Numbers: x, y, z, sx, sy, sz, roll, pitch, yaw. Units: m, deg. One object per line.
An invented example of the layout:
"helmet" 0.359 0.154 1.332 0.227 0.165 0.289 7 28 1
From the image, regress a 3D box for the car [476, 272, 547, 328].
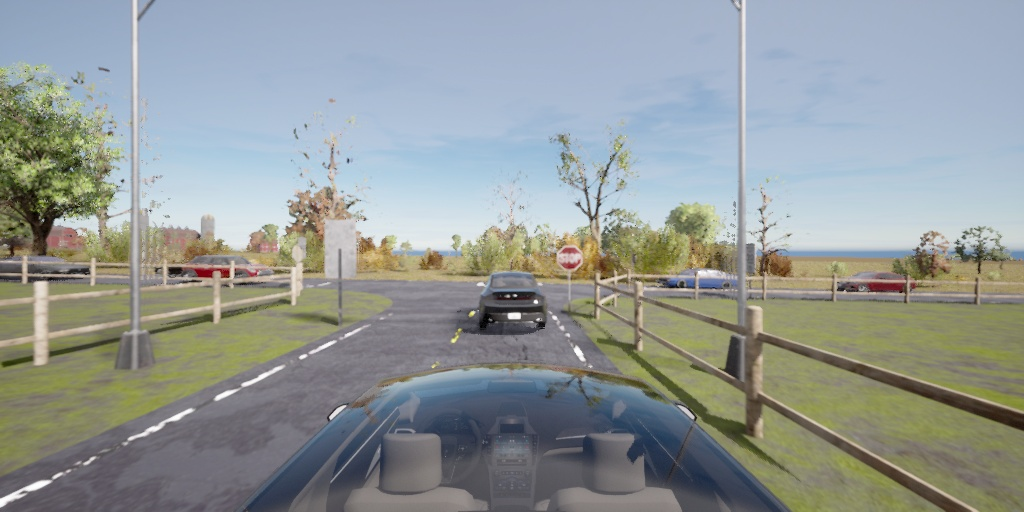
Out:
"car" -0.049 1.239 11.282 1.837 1.490 4.892 0 0 -3

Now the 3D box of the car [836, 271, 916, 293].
"car" 24.677 1.778 24.474 4.674 1.442 1.812 1 1 0

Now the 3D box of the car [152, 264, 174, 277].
"car" -21.512 0.858 24.570 4.718 1.301 1.895 1 1 0

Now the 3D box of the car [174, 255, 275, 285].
"car" -16.941 0.751 21.577 4.553 1.767 2.097 1 1 0

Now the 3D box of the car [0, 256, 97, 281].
"car" -28.606 0.693 21.584 5.357 1.411 2.033 1 1 0

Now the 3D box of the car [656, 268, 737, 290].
"car" 12.813 1.546 24.477 5.357 1.411 2.033 1 1 -1
